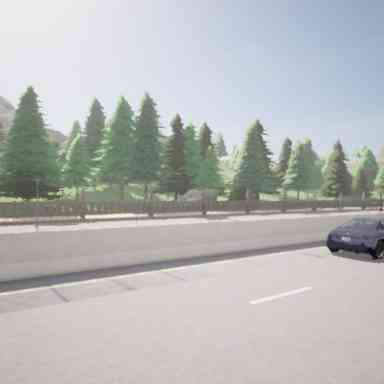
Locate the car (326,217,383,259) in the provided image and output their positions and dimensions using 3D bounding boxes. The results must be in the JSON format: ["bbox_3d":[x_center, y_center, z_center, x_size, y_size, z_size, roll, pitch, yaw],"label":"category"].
[{"bbox_3d":[7.284,1.716,13.336,4.181,1.385,1.994,1,0,-35],"label":"car"}]
